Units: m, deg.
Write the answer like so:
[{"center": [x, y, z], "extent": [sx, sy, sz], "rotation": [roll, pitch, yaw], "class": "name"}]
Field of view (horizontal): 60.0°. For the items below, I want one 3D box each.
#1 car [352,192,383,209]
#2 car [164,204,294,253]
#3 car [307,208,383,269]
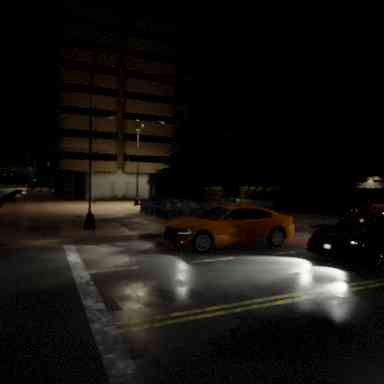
[{"center": [10.401, 0.979, 16.587], "extent": [5.566, 2.045, 2.150], "rotation": [0, 1, -25], "class": "car"}, {"center": [1.437, 1.206, 12.308], "extent": [5.008, 1.535, 1.882], "rotation": [0, 1, -25], "class": "car"}, {"center": [5.708, 1.395, 10.469], "extent": [4.181, 1.385, 1.994], "rotation": [0, 1, -26], "class": "car"}]
